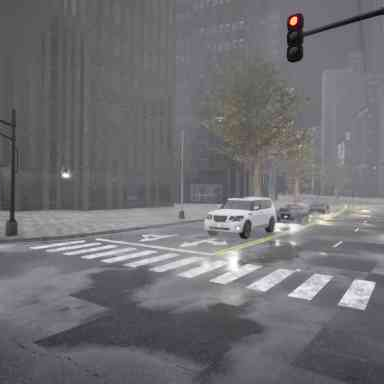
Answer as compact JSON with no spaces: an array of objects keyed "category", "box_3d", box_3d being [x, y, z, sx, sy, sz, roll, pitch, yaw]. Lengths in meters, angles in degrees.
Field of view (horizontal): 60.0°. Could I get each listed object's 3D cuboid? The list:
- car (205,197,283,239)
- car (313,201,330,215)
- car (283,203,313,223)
[{"category":"car","box_3d":[2.889,1.311,18.534,2.150,2.045,5.566,1,0,35]},{"category":"car","box_3d":[14.380,1.776,37.568,2.033,1.411,5.357,1,0,29]},{"category":"car","box_3d":[8.155,1.717,26.990,1.994,1.385,4.181,1,0,31]}]
